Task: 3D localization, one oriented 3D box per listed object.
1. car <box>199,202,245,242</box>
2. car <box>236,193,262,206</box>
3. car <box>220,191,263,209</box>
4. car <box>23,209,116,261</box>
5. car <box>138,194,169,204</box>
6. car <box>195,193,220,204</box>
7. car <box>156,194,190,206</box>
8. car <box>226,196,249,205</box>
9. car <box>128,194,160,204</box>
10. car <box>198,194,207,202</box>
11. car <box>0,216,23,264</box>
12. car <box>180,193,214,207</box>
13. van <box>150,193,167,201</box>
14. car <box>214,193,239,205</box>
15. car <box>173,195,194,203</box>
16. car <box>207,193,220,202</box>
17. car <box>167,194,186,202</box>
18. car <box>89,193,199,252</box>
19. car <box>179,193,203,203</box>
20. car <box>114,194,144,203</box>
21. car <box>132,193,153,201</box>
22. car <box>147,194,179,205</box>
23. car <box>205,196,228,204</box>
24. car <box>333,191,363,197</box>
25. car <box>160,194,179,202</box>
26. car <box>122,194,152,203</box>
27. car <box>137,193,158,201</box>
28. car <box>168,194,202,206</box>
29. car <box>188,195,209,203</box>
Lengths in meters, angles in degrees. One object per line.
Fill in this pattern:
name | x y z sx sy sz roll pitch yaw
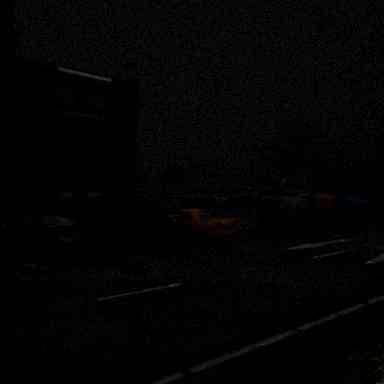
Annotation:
car | -0.489 1.432 15.771 5.366 1.575 1.946 -1 0 35
car | 10.160 1.352 59.005 2.435 2.045 5.566 1 -2 35
car | 5.764 0.855 35.627 2.435 2.045 5.566 1 0 35
car | -5.264 1.501 12.174 4.674 1.452 2.002 -1 -1 35
car | -6.035 1.108 52.660 2.097 1.535 5.008 0 -1 35
car | 3.256 1.352 68.936 2.435 2.045 5.566 1 -2 35
car | -2.665 1.109 47.798 2.231 1.521 4.892 0 -1 35
car | 8.424 1.632 61.480 2.163 1.488 4.792 1 -1 35
car | -7.829 1.103 54.941 1.946 1.575 5.366 1 0 35
car | 2.391 1.108 40.509 2.231 1.521 4.892 0 -1 35
car | -7.734 1.467 10.428 5.008 1.535 2.097 -1 -1 35
car | 0.689 0.981 42.920 2.185 1.767 4.553 0 -1 35
van | -8.723 1.384 86.434 1.878 1.987 4.442 1 -2 35
car | 6.745 1.354 64.020 2.435 2.045 5.566 1 -2 35
car | -1.921 1.634 76.376 2.163 1.488 4.792 1 -2 35
car | 4.081 1.146 38.082 2.002 1.452 4.674 1 0 35
car | -3.640 1.479 78.864 2.185 1.767 4.553 1 -2 35
car | -2.831 1.199 13.930 5.566 2.045 2.435 -1 0 35
car | -0.153 1.355 73.950 2.435 2.045 5.566 1 -2 35
car | -11.203 1.103 59.802 1.946 1.575 5.366 1 0 35
car | -13.950 1.353 93.812 2.435 2.045 5.566 1 -2 35
car | -4.366 1.137 50.208 2.163 1.488 4.792 1 0 35
car | 4.978 1.605 66.470 2.231 1.521 4.892 1 -2 35
car | 20.524 1.352 44.162 2.435 2.045 5.566 1 -2 35
car | -5.374 1.479 81.348 2.185 1.767 4.553 1 -2 35
car | -9.418 1.109 57.530 2.097 1.535 5.008 1 0 35
car | -12.239 1.352 91.275 2.435 2.045 5.566 1 -2 35
car | -0.880 1.107 45.528 1.946 1.575 5.366 0 -1 35
car | 1.442 1.595 71.283 1.946 1.575 5.366 1 -2 35
